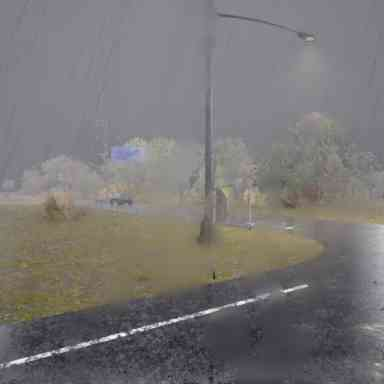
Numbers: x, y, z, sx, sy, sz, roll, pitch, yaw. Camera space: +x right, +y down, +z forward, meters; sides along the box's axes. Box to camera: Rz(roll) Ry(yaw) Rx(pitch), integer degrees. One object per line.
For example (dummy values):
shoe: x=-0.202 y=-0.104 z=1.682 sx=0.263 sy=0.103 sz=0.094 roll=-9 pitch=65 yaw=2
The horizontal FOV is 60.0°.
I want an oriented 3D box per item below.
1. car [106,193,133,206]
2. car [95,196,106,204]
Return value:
car: x=-11.481 y=1.127 z=53.792 sx=2.150 sy=2.045 sz=5.566 roll=0 pitch=0 yaw=-33
car: x=-16.265 y=1.382 z=60.927 sx=2.128 sy=1.511 sz=4.902 roll=0 pitch=0 yaw=-34
